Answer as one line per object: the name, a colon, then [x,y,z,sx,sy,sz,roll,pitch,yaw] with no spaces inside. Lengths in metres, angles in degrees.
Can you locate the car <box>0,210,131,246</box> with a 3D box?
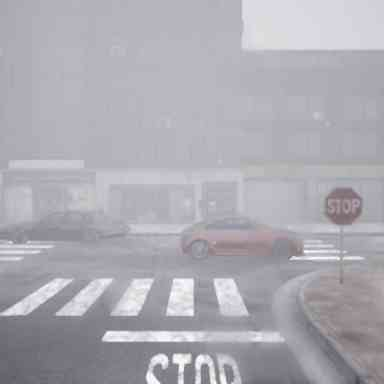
car: [-5.430,1.502,14.531,5.357,1.411,2.033,0,0,0]

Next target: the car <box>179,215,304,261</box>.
car: [1.646,1.519,11.554,4.181,1.385,1.994,0,0,0]
